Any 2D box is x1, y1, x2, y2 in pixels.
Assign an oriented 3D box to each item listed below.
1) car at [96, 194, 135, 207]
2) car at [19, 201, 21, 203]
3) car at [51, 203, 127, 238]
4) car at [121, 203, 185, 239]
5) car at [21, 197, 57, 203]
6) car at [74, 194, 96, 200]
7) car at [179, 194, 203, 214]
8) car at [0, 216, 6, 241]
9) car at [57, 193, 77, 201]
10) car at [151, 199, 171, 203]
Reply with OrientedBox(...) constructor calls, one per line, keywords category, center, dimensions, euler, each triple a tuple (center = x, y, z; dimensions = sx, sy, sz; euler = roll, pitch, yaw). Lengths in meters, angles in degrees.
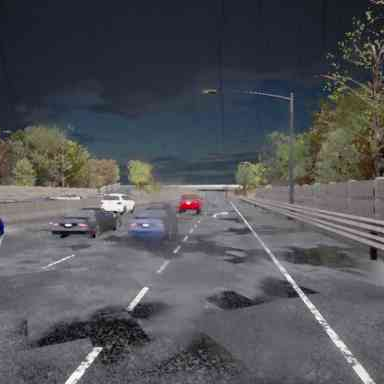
OrientedBox(category="car", center=(-7.365, 1.223, 33.473), dimensions=(2.150, 2.045, 5.566), euler=(0, 0, 5))
OrientedBox(category="car", center=(-26.568, 1.566, 55.596), dimensions=(2.033, 1.411, 5.357), euler=(0, 0, 6))
OrientedBox(category="car", center=(-5.338, 1.546, 17.526), dimensions=(2.033, 1.411, 5.357), euler=(0, 0, 5))
OrientedBox(category="car", center=(-1.823, 1.546, 17.429), dimensions=(2.033, 1.411, 5.357), euler=(0, 0, 5))
OrientedBox(category="car", center=(-23.476, 1.506, 51.258), dimensions=(2.128, 1.511, 4.902), euler=(0, 0, 5))
OrientedBox(category="car", center=(-16.277, 1.509, 53.089), dimensions=(2.128, 1.511, 4.902), euler=(0, 0, 5))
OrientedBox(category="car", center=(-0.100, 1.224, 35.976), dimensions=(2.150, 2.045, 5.566), euler=(0, 0, 5))
OrientedBox(category="car", center=(-9.352, 1.221, 12.105), dimensions=(2.150, 2.045, 5.566), euler=(0, 0, 5))
OrientedBox(category="car", center=(-19.820, 1.234, 52.804), dimensions=(2.150, 2.045, 5.566), euler=(0, 0, 5))
OrientedBox(category="car", center=(-3.524, 1.495, 36.999), dimensions=(2.128, 1.511, 4.902), euler=(0, 0, 5))
